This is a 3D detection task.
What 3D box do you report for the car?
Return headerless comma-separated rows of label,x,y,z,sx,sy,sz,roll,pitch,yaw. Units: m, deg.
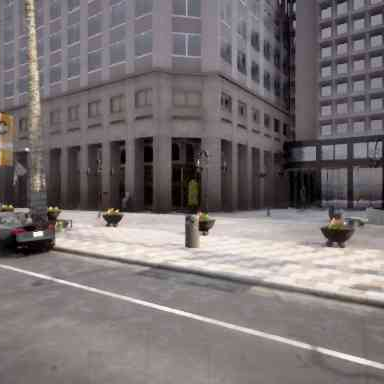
car,-7.290,1.509,12.932,4.786,1.482,2.161,0,0,35
